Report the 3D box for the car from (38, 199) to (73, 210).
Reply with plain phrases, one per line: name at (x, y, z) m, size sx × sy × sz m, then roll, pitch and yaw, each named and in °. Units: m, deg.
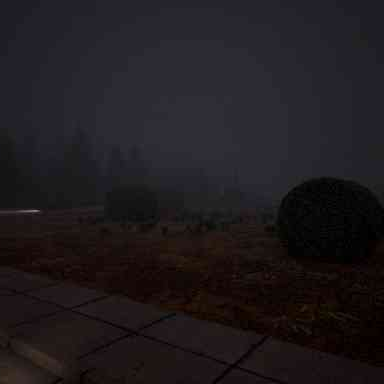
car at (-17.059, 1.555, 41.727) m, size 1.994 × 1.385 × 4.181 m, roll 0°, pitch 0°, yaw 37°
